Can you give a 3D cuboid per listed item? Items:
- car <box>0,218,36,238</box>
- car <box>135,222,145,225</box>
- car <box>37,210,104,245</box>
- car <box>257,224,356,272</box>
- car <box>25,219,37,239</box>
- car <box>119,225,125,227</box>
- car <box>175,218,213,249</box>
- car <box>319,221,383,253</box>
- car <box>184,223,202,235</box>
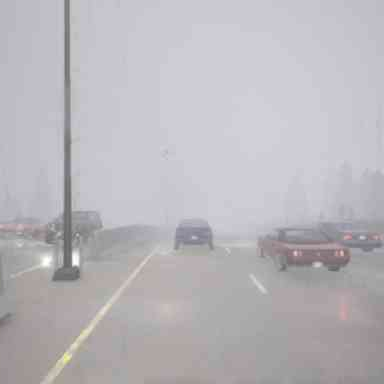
[{"bbox_3d":[-14.092,2.915,27.727,2.097,1.767,4.553,0,-6,0],"label":"car"},{"bbox_3d":[-10.503,7.041,67.033,2.150,2.045,5.566,0,-6,0],"label":"car"},{"bbox_3d":[-7.097,2.109,20.652,2.150,2.045,5.566,0,-5,0],"label":"car"},{"bbox_3d":[3.600,1.903,11.746,1.895,1.301,4.718,0,-3,0],"label":"car"},{"bbox_3d":[-10.596,2.959,25.755,1.895,1.301,4.718,0,-6,0],"label":"car"},{"bbox_3d":[-14.003,7.459,68.033,2.128,1.511,4.902,0,-6,0],"label":"car"},{"bbox_3d":[0.099,2.154,17.978,1.882,1.535,5.008,0,-4,0],"label":"car"},{"bbox_3d":[7.099,2.115,16.372,2.033,1.411,5.357,0,-4,0],"label":"car"},{"bbox_3d":[0.098,4.323,38.739,1.994,1.385,4.181,0,-6,0],"label":"car"}]
